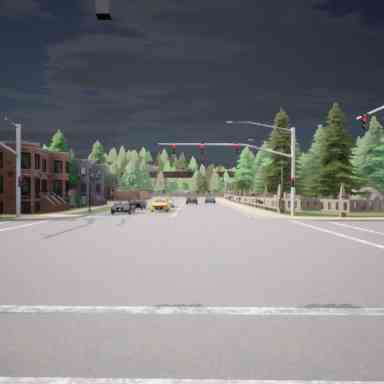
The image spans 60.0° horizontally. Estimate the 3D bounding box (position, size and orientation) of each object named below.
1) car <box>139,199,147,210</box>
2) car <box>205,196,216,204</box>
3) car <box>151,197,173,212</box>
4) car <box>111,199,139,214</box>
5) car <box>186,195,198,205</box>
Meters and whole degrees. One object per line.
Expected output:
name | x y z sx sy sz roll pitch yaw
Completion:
car | -7.114 1.599 43.515 1.895 1.301 4.718 0 0 0
car | 3.559 1.561 65.109 1.994 1.385 4.181 0 0 0
car | -3.619 1.476 38.737 1.882 1.535 5.008 0 0 0
car | -7.120 1.562 34.763 1.994 1.385 4.181 0 0 0
car | -0.039 1.349 60.130 2.097 1.767 4.553 0 0 0
